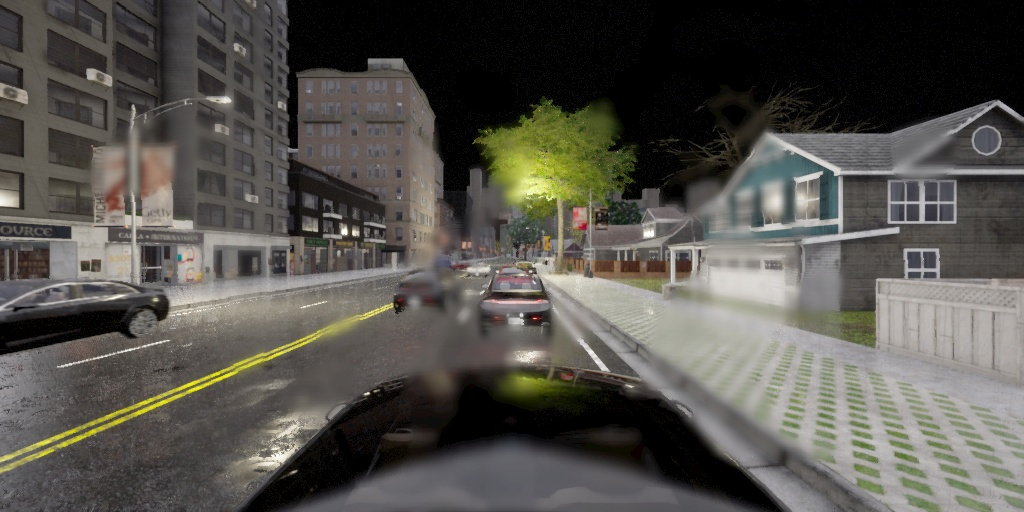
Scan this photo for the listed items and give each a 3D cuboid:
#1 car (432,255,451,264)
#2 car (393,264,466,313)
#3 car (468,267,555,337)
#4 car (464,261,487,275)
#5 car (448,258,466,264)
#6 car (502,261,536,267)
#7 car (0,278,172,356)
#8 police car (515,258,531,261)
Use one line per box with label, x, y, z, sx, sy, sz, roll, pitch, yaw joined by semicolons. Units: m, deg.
car;-9.805;0.923;50.887;2.150;2.045;5.566;0;0;0
car;-3.136;1.250;13.996;1.837;1.490;4.892;0;0;0
car;0.111;1.239;10.330;2.128;1.511;4.902;0;0;0
car;-3.118;1.324;34.339;1.895;1.301;4.718;0;0;0
car;-6.557;1.309;45.988;1.895;1.301;4.718;0;0;0
car;0.119;1.219;19.834;1.882;1.535;5.008;0;0;0
car;-9.843;1.240;7.301;2.128;1.511;4.902;0;0;0
police car;1.003;1.155;29.563;1.930;1.638;5.238;0;0;0
